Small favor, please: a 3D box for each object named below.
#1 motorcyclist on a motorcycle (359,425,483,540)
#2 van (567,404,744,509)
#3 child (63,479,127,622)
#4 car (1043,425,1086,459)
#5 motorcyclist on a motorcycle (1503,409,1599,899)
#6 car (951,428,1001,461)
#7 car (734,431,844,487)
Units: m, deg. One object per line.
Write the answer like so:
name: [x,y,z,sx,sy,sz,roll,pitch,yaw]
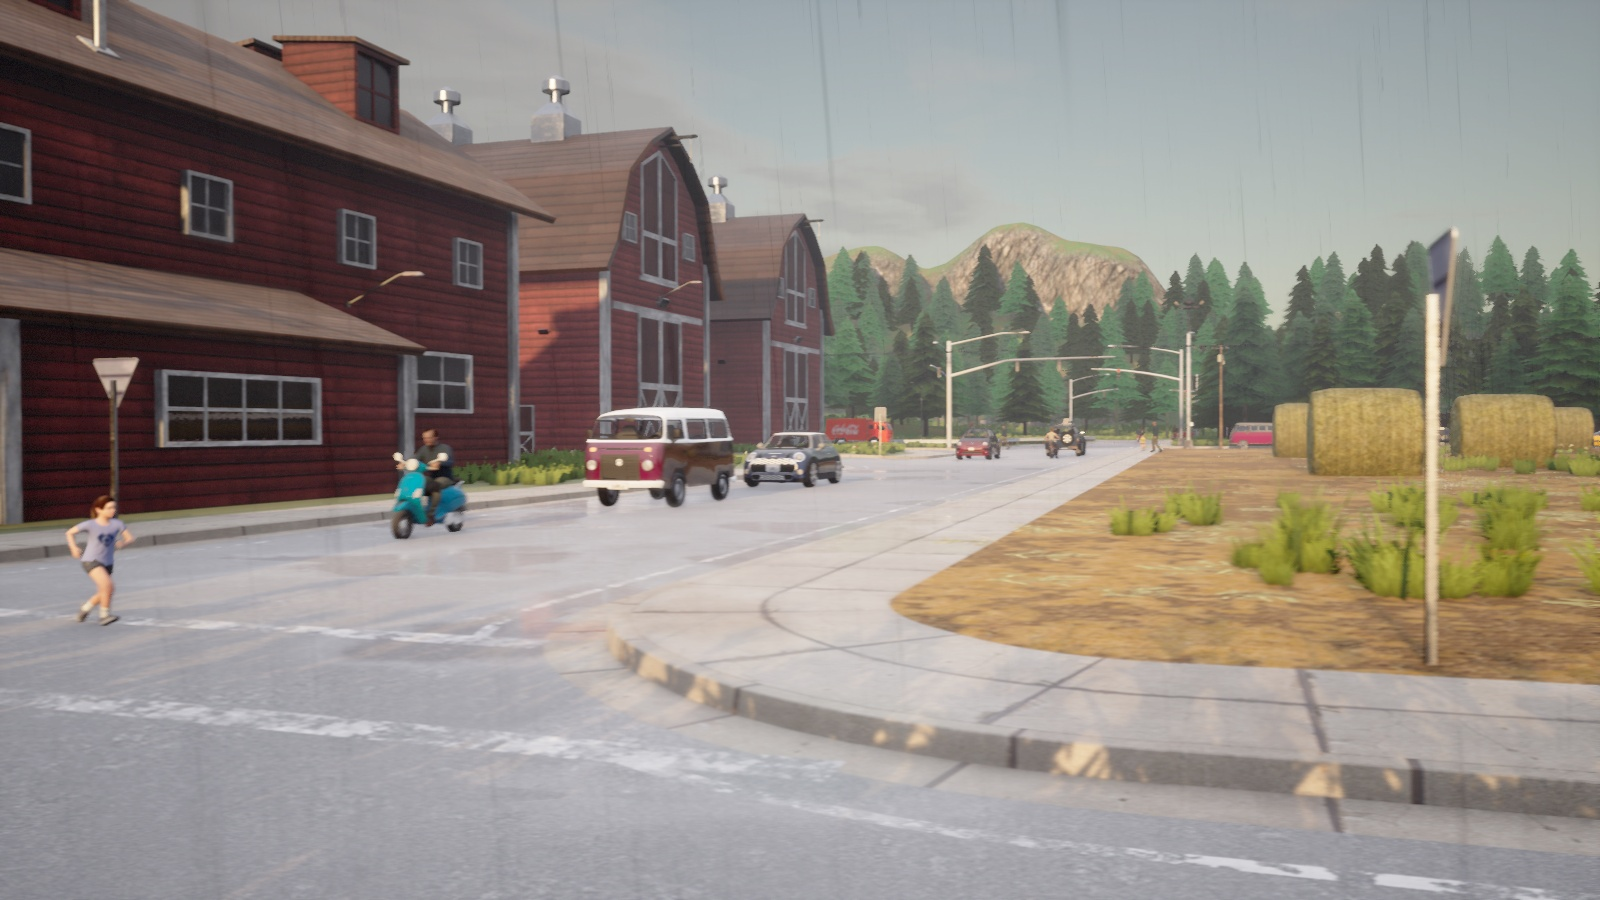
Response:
motorcyclist on a motorcycle: [-5.542,0.437,18.481,0.866,1.590,1.817,1,1,18]
van: [-2.939,0.086,26.612,2.069,2.038,4.480,1,1,18]
child: [-5.651,0.799,10.070,0.394,1.110,0.255,1,1,22]
car: [15.075,-0.471,71.434,1.932,1.855,4.605,1,1,17]
motorcyclist on a motorcycle: [2.694,0.750,2.302,2.350,1.649,0.766,0,1,19]
car: [8.987,-0.294,63.897,1.851,1.617,3.988,1,1,18]
car: [-0.247,0.203,35.034,1.970,1.475,3.806,1,1,18]
